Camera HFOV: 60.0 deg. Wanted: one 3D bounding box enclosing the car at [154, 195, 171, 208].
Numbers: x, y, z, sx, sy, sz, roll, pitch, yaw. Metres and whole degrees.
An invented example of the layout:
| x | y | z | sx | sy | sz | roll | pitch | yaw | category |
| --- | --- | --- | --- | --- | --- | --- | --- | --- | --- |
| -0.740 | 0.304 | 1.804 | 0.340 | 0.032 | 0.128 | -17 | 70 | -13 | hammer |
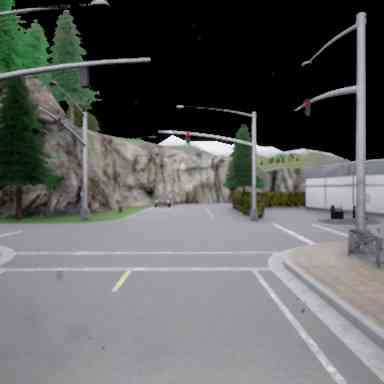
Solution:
| x | y | z | sx | sy | sz | roll | pitch | yaw | category |
| --- | --- | --- | --- | --- | --- | --- | --- | --- | --- |
| -3.922 | 1.160 | 44.501 | 2.097 | 1.767 | 4.553 | 0 | 0 | -3 | car |
